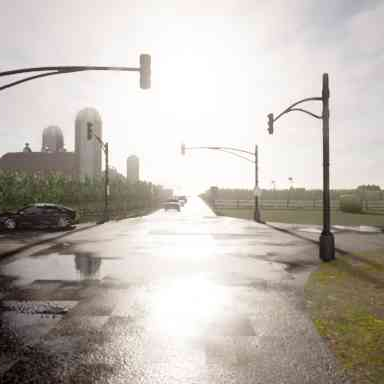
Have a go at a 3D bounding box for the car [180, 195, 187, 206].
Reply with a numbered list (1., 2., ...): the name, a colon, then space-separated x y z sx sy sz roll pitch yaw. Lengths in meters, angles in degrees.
1. car: -2.167 1.588 54.739 1.812 1.442 4.674 0 0 1

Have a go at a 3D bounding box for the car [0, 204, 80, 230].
1. car: -9.648 1.507 20.963 4.892 1.490 1.837 1 1 -26

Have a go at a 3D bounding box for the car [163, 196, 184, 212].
1. car: -2.304 1.543 39.834 1.837 1.490 4.892 0 0 0
